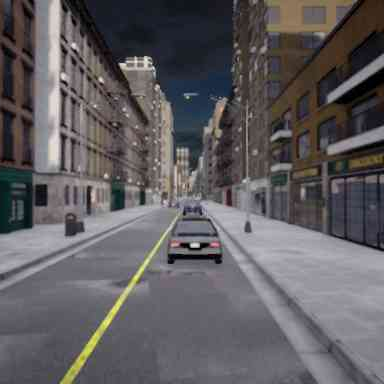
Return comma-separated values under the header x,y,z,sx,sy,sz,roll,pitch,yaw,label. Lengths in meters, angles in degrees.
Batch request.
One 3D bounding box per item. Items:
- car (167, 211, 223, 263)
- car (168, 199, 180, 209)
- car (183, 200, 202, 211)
x,y,z,sx,sy,sz,roll,pitch,yaw,label
0.087,1.641,12.320,2.033,1.411,5.357,0,0,0,car
-3.039,2.000,56.169,2.128,1.511,4.902,0,-1,0,car
0.074,1.688,38.912,2.097,1.767,4.553,0,-1,0,car
